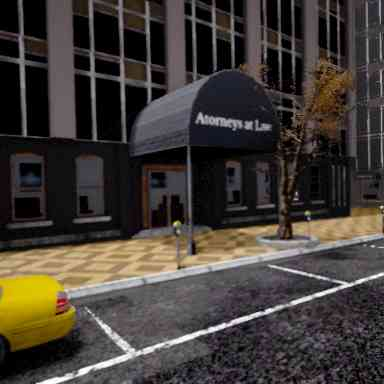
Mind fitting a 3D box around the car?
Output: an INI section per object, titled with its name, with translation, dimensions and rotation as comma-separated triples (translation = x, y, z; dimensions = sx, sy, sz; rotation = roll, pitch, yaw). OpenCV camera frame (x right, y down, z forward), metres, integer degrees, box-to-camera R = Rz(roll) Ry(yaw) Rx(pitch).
[car]
translation = -3.922, 1.540, 3.776
dimensions = 4.829, 1.417, 1.752
rotation = -1, 0, -36
